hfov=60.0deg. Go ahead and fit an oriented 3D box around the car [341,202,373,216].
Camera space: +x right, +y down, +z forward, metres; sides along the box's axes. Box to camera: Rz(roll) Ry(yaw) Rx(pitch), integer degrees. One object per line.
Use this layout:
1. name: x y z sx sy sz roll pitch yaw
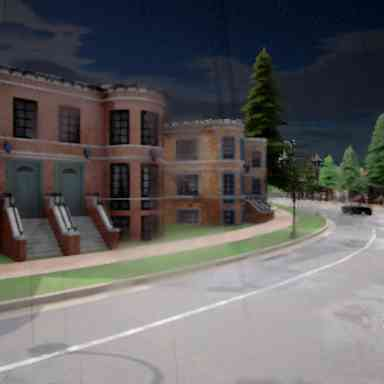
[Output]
1. car: 16.910 1.750 34.224 1.895 1.301 4.718 0 0 11
